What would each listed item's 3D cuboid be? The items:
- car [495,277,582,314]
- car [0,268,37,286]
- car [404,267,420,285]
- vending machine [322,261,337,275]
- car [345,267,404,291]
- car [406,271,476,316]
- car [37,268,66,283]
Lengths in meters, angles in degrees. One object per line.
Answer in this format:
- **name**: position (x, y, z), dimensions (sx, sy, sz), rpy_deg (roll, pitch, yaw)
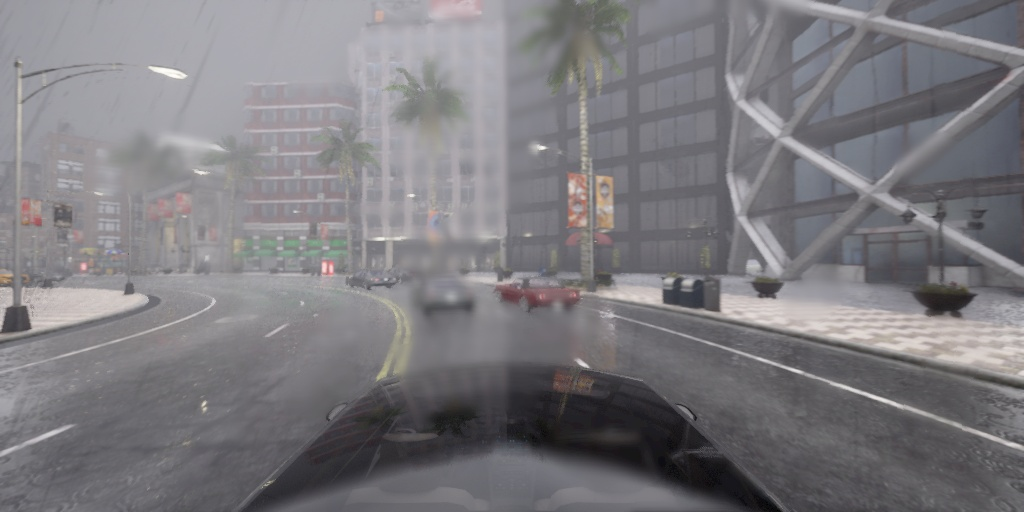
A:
- **car**: position (0.825, 1.483, 14.677), dimensions (1.895, 1.301, 4.718), rpy_deg (0, -1, -21)
- **car**: position (-47.860, 1.953, 33.260), dimensions (5.008, 1.535, 1.882), rpy_deg (-1, -1, 4)
- **car**: position (-9.006, 1.625, 29.377), dimensions (4.892, 1.490, 1.837), rpy_deg (-1, -1, 44)
- **vending machine**: position (-24.323, 1.632, 47.418), dimensions (0.880, 2.100, 1.100), rpy_deg (0, 0, 20)
- **car**: position (-10.103, 1.636, 25.618), dimensions (2.033, 1.411, 5.357), rpy_deg (0, -1, -44)
- **car**: position (-2.909, 1.475, 14.510), dimensions (1.994, 1.385, 4.181), rpy_deg (0, -1, -23)
- **car**: position (-48.817, 2.013, 36.842), dimensions (4.902, 1.511, 2.128), rpy_deg (-1, -1, 4)
